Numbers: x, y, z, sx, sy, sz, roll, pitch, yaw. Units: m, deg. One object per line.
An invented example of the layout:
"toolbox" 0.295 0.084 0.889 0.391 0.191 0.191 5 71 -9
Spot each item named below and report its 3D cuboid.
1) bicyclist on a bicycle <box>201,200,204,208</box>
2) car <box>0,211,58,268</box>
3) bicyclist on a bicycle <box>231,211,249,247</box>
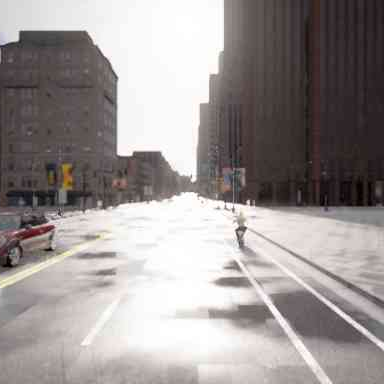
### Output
"bicyclist on a bicycle" 2.235 2.525 70.129 0.582 1.620 1.656 0 -1 0
"car" -6.604 1.520 11.892 2.097 1.767 4.553 0 -1 0
"bicyclist on a bicycle" 2.248 1.672 15.349 0.866 1.612 1.509 0 -1 0
